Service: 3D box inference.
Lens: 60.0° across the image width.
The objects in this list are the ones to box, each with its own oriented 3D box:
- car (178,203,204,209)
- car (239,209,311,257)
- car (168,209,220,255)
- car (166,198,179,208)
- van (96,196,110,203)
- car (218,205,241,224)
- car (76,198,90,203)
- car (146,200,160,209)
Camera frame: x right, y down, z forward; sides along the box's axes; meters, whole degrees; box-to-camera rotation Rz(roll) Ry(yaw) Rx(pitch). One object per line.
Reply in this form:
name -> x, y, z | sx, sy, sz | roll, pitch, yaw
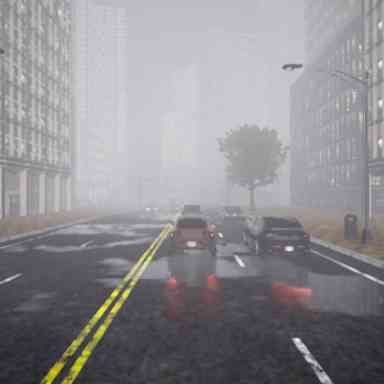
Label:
car -> 0.001, 1.777, 28.482 | 1.837, 1.490, 4.892 | 0, 0, 0
car -> 3.260, 1.638, 13.496 | 1.837, 1.490, 4.892 | 0, 0, 0
car -> 0.012, 1.660, 13.897 | 1.812, 1.442, 4.674 | 0, 0, 0
car -> -3.346, 1.876, 58.747 | 2.097, 1.767, 4.553 | 0, 0, 0
van -> -22.700, 1.927, 84.330 | 3.998, 1.788, 1.690 | 0, 0, 1
car -> 3.241, 1.808, 27.492 | 2.033, 1.411, 5.357 | 0, 0, 0
car -> -28.239, 2.105, 84.372 | 4.507, 1.381, 1.887 | 0, 0, 1
car -> -6.605, 2.056, 56.855 | 2.033, 1.411, 5.357 | 0, 0, 0
